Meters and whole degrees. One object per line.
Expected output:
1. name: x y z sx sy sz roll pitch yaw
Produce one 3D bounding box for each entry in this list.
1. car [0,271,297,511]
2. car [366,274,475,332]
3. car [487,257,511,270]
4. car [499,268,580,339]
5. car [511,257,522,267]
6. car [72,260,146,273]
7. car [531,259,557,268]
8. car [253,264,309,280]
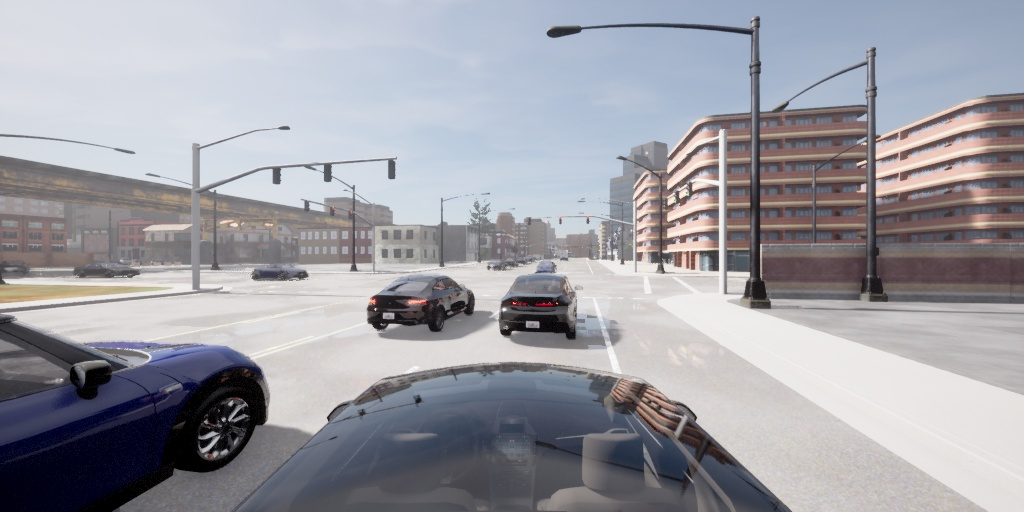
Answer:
1. car: -3.858 1.102 2.096 2.097 1.767 4.553 0 0 6
2. car: -2.536 1.276 10.873 1.812 1.442 4.674 0 0 11
3. car: -2.028 1.106 48.010 2.128 1.511 4.902 0 1 11
4. car: 0.909 1.255 10.232 1.837 1.490 4.892 0 0 11
5. car: -0.228 0.957 57.287 1.882 1.535 5.008 0 1 11
6. car: -36.932 1.297 32.640 5.357 1.411 2.033 0 0 10
7. car: 3.657 1.244 38.109 2.033 1.411 5.357 0 0 10
8. car: -19.077 1.314 29.542 4.181 1.385 1.994 0 0 10
